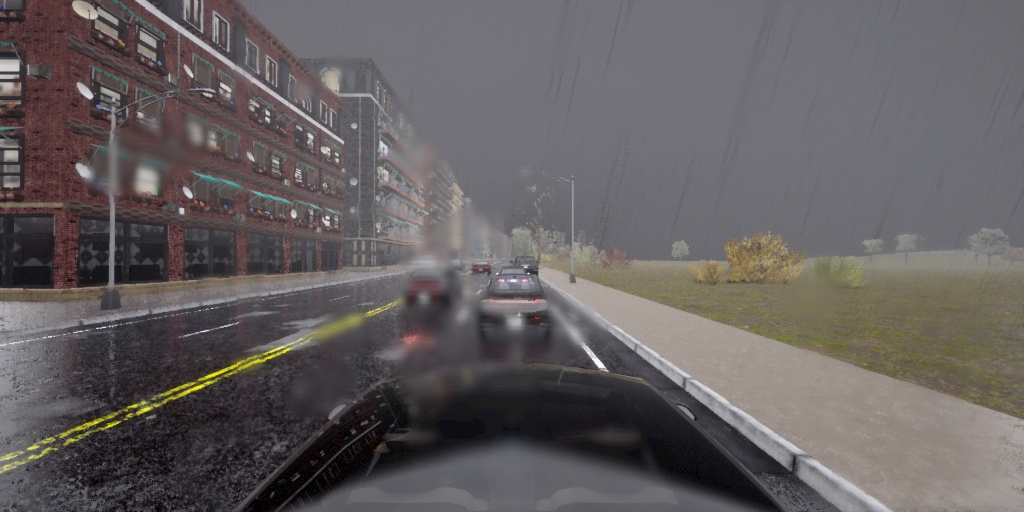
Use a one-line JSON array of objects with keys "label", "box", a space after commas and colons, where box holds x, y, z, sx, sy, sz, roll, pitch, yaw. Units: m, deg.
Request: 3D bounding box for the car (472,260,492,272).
[{"label": "car", "box": [-3.239, 1.231, 39.682, 1.882, 1.535, 5.008, 0, 0, 0]}]

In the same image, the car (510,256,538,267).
[{"label": "car", "box": [1.069, 0.979, 30.924, 2.150, 2.045, 5.566, 0, 0, 0]}]

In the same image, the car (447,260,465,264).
[{"label": "car", "box": [-6.698, 1.231, 43.187, 1.882, 1.535, 5.008, 0, 0, 0]}]

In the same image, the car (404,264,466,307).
[{"label": "car", "box": [-3.182, 1.257, 15.379, 1.837, 1.490, 4.892, 0, 0, 0]}]

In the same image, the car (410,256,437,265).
[{"label": "car", "box": [-9.943, 0.975, 40.661, 2.150, 2.045, 5.566, 0, 0, 0]}]

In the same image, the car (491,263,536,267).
[{"label": "car", "box": [0.060, 1.301, 20.712, 2.033, 1.411, 5.357, 0, 0, 0]}]

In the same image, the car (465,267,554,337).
[{"label": "car", "box": [0.081, 1.243, 10.272, 2.128, 1.511, 4.902, 0, 0, 0]}]
